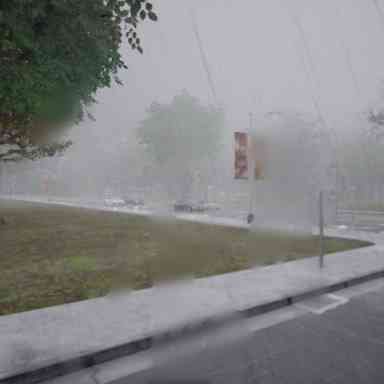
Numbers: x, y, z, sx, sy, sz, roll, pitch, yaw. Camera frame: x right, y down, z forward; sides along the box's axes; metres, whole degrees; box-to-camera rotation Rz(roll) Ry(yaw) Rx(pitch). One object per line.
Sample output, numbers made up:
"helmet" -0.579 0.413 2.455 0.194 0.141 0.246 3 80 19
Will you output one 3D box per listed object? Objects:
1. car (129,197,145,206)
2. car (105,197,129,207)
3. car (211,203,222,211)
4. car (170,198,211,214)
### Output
"car" -9.338 1.518 53.485 1.837 1.490 4.892 0 0 -36
"car" -11.981 1.501 51.593 1.812 1.442 4.674 0 0 -36
"car" 1.303 1.561 38.402 1.895 1.301 4.718 0 0 -35
"car" -0.512 1.471 35.350 1.837 1.490 4.892 0 0 -35
